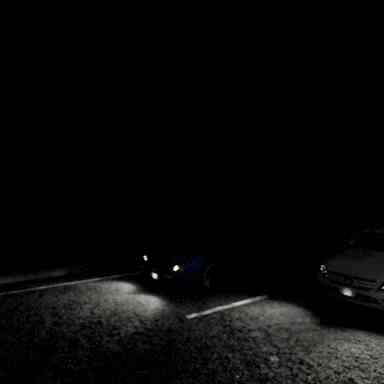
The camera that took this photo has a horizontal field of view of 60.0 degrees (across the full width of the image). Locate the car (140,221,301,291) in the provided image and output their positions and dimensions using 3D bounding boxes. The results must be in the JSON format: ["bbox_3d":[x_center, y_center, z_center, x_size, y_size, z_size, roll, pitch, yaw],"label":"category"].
[{"bbox_3d":[1.304,1.543,9.216,5.357,1.411,2.033,0,0,-36],"label":"car"}]

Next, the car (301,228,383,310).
[{"bbox_3d":[4.688,1.520,7.325,4.674,1.442,1.812,0,0,-35],"label":"car"}]
